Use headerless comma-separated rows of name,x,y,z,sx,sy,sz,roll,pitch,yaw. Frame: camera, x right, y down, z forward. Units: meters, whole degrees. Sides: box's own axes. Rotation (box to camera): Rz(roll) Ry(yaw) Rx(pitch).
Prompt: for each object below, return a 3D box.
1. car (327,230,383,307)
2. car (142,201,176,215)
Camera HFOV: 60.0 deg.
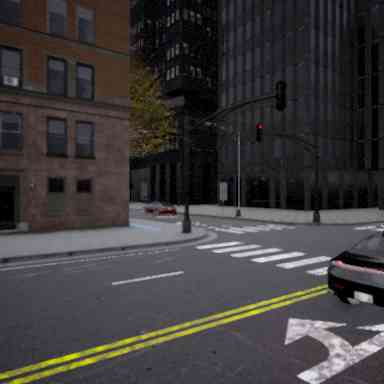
car,4.779,1.511,6.845,4.902,1.511,2.128,0,0,-35
car,-3.354,1.584,33.719,1.994,1.385,4.181,0,0,-36
